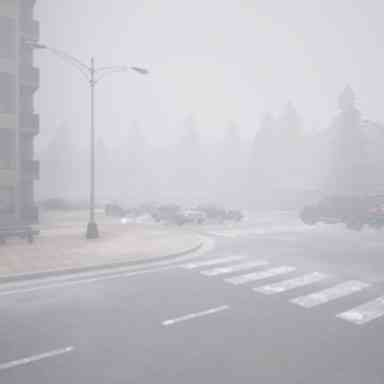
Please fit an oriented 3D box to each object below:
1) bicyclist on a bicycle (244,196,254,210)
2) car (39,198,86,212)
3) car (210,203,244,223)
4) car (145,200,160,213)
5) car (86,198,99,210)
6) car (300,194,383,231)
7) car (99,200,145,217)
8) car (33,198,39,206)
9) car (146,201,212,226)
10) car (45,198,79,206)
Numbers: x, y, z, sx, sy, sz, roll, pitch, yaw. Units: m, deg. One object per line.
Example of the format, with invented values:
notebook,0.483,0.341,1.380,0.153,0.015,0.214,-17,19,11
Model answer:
bicyclist on a bicycle,6.465,1.233,37.682,1.656,1.620,0.582,0,0,-36
car,-15.068,1.444,38.568,4.892,1.490,1.837,0,0,28
car,1.767,1.538,25.326,1.895,1.301,4.718,0,0,-36
car,-3.517,1.501,32.326,1.994,1.385,4.181,0,0,-39
car,-13.018,1.502,41.327,4.181,1.385,1.994,0,0,30
car,9.260,1.158,20.441,2.150,2.045,5.566,1,0,-27
car,-6.510,1.464,30.577,1.812,1.442,4.674,0,0,-38
car,-22.069,1.540,48.612,4.718,1.301,1.895,0,0,11
car,-1.028,1.540,23.231,1.895,1.301,4.718,0,0,-36
car,-20.166,1.539,51.791,4.718,1.301,1.895,0,0,13
